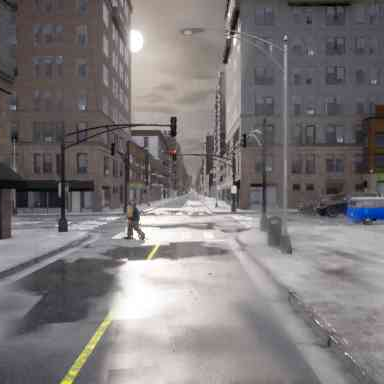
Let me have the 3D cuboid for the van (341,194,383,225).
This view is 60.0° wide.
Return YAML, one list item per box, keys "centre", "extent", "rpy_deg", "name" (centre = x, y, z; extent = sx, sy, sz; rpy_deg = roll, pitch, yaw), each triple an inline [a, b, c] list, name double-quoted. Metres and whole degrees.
- centre: [12.217, 1.203, 21.553]
  extent: [3.998, 1.788, 1.690]
  rpy_deg: [-1, 1, 0]
  name: "van"

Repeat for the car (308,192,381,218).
- centre: [12.915, 1.034, 27.427]
  extent: [5.566, 2.045, 2.150]
  rpy_deg: [-1, 0, 0]
  name: "car"

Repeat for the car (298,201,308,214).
- centre: [12.237, 1.117, 30.077]
  extent: [5.009, 1.841, 2.192]
  rpy_deg: [-1, 1, 0]
  name: "car"

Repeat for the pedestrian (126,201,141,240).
- centre: [-2.663, 1.291, 15.252]
  extent: [0.375, 1.860, 0.375]
  rpy_deg: [0, 0, 0]
  name: "pedestrian"

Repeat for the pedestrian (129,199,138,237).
- centre: [-2.916, 1.290, 16.517]
  extent: [0.375, 1.860, 0.375]
  rpy_deg: [0, 0, 0]
  name: "pedestrian"
